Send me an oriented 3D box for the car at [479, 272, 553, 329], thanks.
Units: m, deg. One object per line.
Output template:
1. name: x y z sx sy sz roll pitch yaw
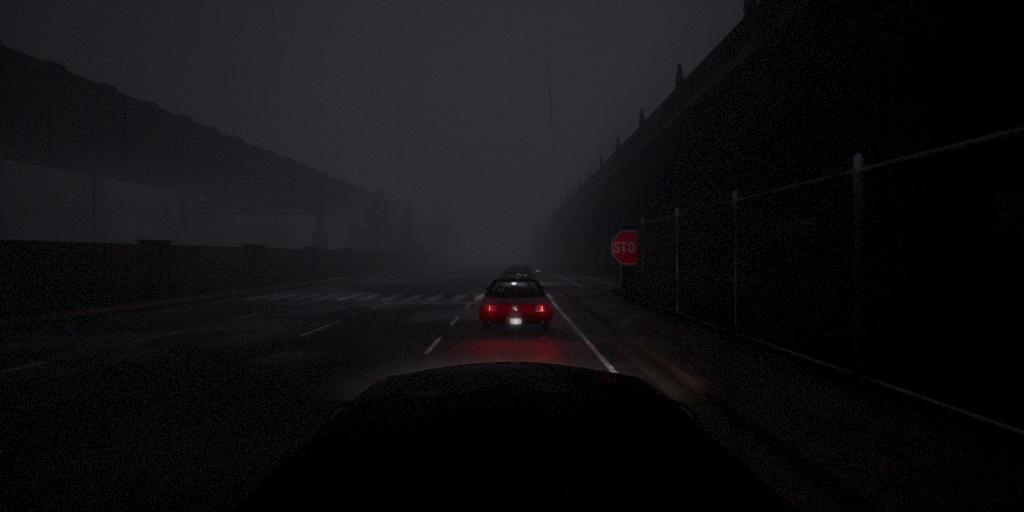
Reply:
1. car: 0.103 1.342 11.195 1.895 1.301 4.718 0 0 0

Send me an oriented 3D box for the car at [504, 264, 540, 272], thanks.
1. car: 0.555 1.235 21.798 1.837 1.490 4.892 0 0 10
